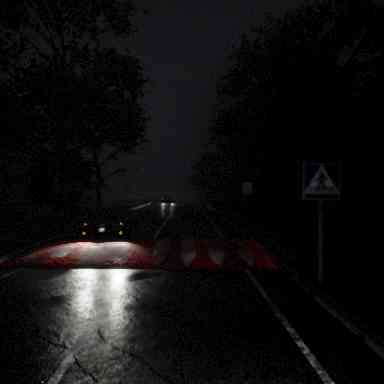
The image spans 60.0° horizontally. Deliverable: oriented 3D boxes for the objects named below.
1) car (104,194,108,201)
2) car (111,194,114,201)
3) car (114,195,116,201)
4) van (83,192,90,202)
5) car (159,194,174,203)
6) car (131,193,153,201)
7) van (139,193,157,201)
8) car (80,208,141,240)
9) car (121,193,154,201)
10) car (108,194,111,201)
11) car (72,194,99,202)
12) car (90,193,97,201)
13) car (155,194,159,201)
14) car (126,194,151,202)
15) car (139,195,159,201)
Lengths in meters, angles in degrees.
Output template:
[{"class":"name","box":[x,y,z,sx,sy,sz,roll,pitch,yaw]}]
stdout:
[{"class":"car","box":[-24.423,1.449,83.848,4.553,1.767,2.185,0,-1,-1]},{"class":"car","box":[-24.518,1.714,89.384,5.008,1.535,2.097,0,-1,-1]},{"class":"car","box":[-24.552,1.785,92.153,4.892,1.521,2.231,0,-1,-1]},{"class":"van","box":[-24.399,1.022,69.885,4.442,1.987,1.878,0,-1,-1]},{"class":"car","box":[-4.001,1.118,56.159,1.837,1.490,4.892,0,0,0]},{"class":"car","box":[-11.302,1.225,75.491,4.553,1.767,2.185,0,-1,-1]},{"class":"van","box":[-11.525,1.402,86.589,4.442,1.987,1.878,0,-1,-1]},{"class":"car","box":[-3.512,1.392,14.908,1.994,1.385,4.181,-1,-3,-1]},{"class":"car","box":[-10.982,1.184,67.176,5.366,1.575,1.946,0,-1,-1]},{"class":"car","box":[-24.482,1.641,86.489,5.008,1.535,2.097,0,-1,-1]},{"class":"car","box":[-24.167,1.364,75.543,5.366,1.575,1.946,0,-1,-1]},{"class":"car","box":[-24.346,1.052,72.778,5.566,2.045,2.435,0,-1,-1]},{"class":"car","box":[-11.277,1.166,78.266,5.566,2.045,2.435,0,-1,-1]},{"class":"car","box":[-11.207,1.235,69.941,4.892,1.521,2.231,0,-1,-1]},{"class":"car","box":[-11.448,1.697,89.360,5.008,1.535,2.097,0,-1,-1]}]
